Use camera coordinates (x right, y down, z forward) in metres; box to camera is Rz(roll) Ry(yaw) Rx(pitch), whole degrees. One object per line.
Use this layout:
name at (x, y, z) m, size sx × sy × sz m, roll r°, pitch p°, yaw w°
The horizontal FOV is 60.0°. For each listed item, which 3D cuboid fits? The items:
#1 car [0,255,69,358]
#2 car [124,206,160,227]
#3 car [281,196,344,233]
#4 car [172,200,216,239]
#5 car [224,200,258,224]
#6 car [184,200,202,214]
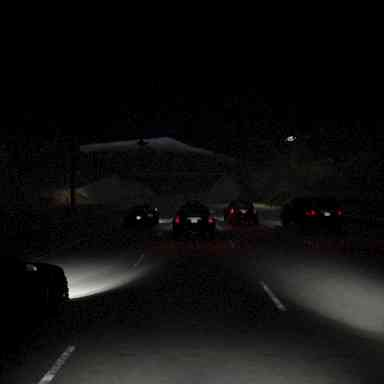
car at (-3.401, 1.576, 4.852) m, size 1.994 × 1.385 × 4.181 m, roll 0°, pitch 0°, yaw 0°
car at (-3.398, 1.622, 23.142) m, size 1.994 × 1.385 × 4.181 m, roll 0°, pitch 0°, yaw 0°
car at (7.101, 1.272, 20.140) m, size 2.150 × 2.045 × 5.566 m, roll 0°, pitch 0°, yaw 0°
car at (0.101, 1.397, 17.769) m, size 2.097 × 1.767 × 4.553 m, roll 0°, pitch 0°, yaw 0°
car at (3.602, 1.414, 25.242) m, size 2.097 × 1.767 × 4.553 m, roll 0°, pitch 0°, yaw 0°
car at (0.103, 1.644, 38.480) m, size 2.033 × 1.411 × 5.357 m, roll 0°, pitch 0°, yaw 0°
